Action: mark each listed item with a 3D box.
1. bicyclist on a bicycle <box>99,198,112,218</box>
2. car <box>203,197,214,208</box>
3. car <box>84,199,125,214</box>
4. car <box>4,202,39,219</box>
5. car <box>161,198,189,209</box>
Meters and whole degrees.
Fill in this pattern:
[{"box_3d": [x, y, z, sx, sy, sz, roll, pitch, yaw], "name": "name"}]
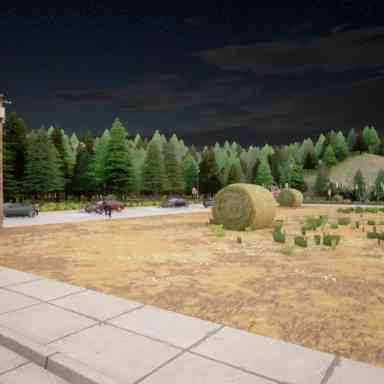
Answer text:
[{"box_3d": [-7.068, 1.327, 27.067, 1.656, 1.620, 0.582, 0, 0, 36], "name": "bicyclist on a bicycle"}, {"box_3d": [3.480, 1.518, 47.815, 2.128, 1.511, 4.902, 0, 0, 37], "name": "car"}, {"box_3d": [-9.482, 1.552, 36.373, 1.812, 1.442, 4.674, 0, 0, 37], "name": "car"}, {"box_3d": [-15.400, 1.591, 28.384, 1.994, 1.385, 4.181, 0, 0, 36], "name": "car"}, {"box_3d": [-2.268, 1.552, 46.115, 1.812, 1.442, 4.674, 0, 0, 37], "name": "car"}]
